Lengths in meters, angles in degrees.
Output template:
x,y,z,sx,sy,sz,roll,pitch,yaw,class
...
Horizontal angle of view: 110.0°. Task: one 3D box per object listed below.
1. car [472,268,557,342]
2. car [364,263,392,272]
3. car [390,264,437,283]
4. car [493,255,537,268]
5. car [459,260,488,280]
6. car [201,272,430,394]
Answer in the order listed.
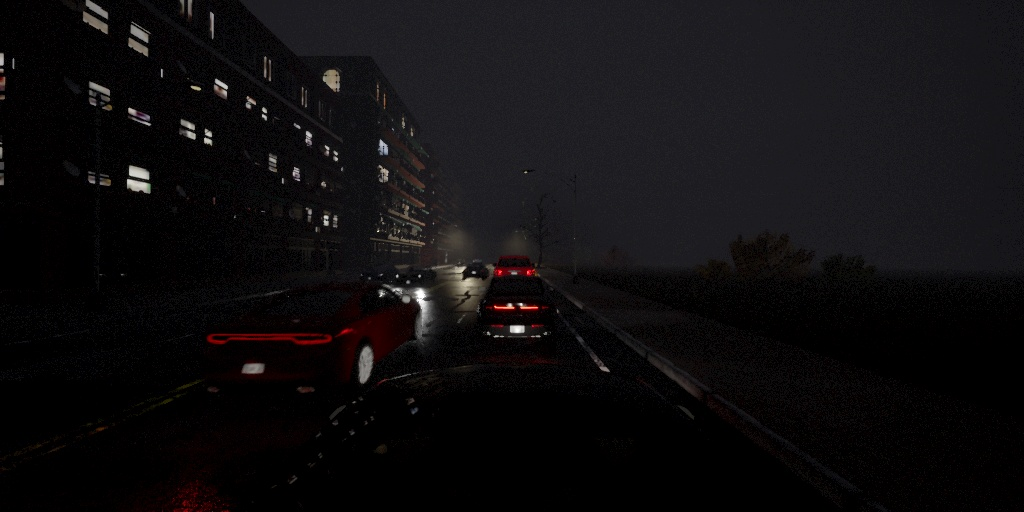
x,y,z,sx,sy,sz,roll,pitch,yaw,class
0.109,1.256,9.784,1.837,1.490,4.892,0,0,0,car
-9.828,1.279,27.072,1.812,1.442,4.674,0,0,0,car
-6.579,1.354,24.939,1.895,1.301,4.718,0,0,0,car
0.117,0.974,20.131,2.150,2.045,5.566,0,0,0,car
-3.123,1.317,31.399,1.994,1.385,4.181,0,0,0,car
-3.146,1.228,6.842,1.882,1.535,5.008,0,0,0,car
